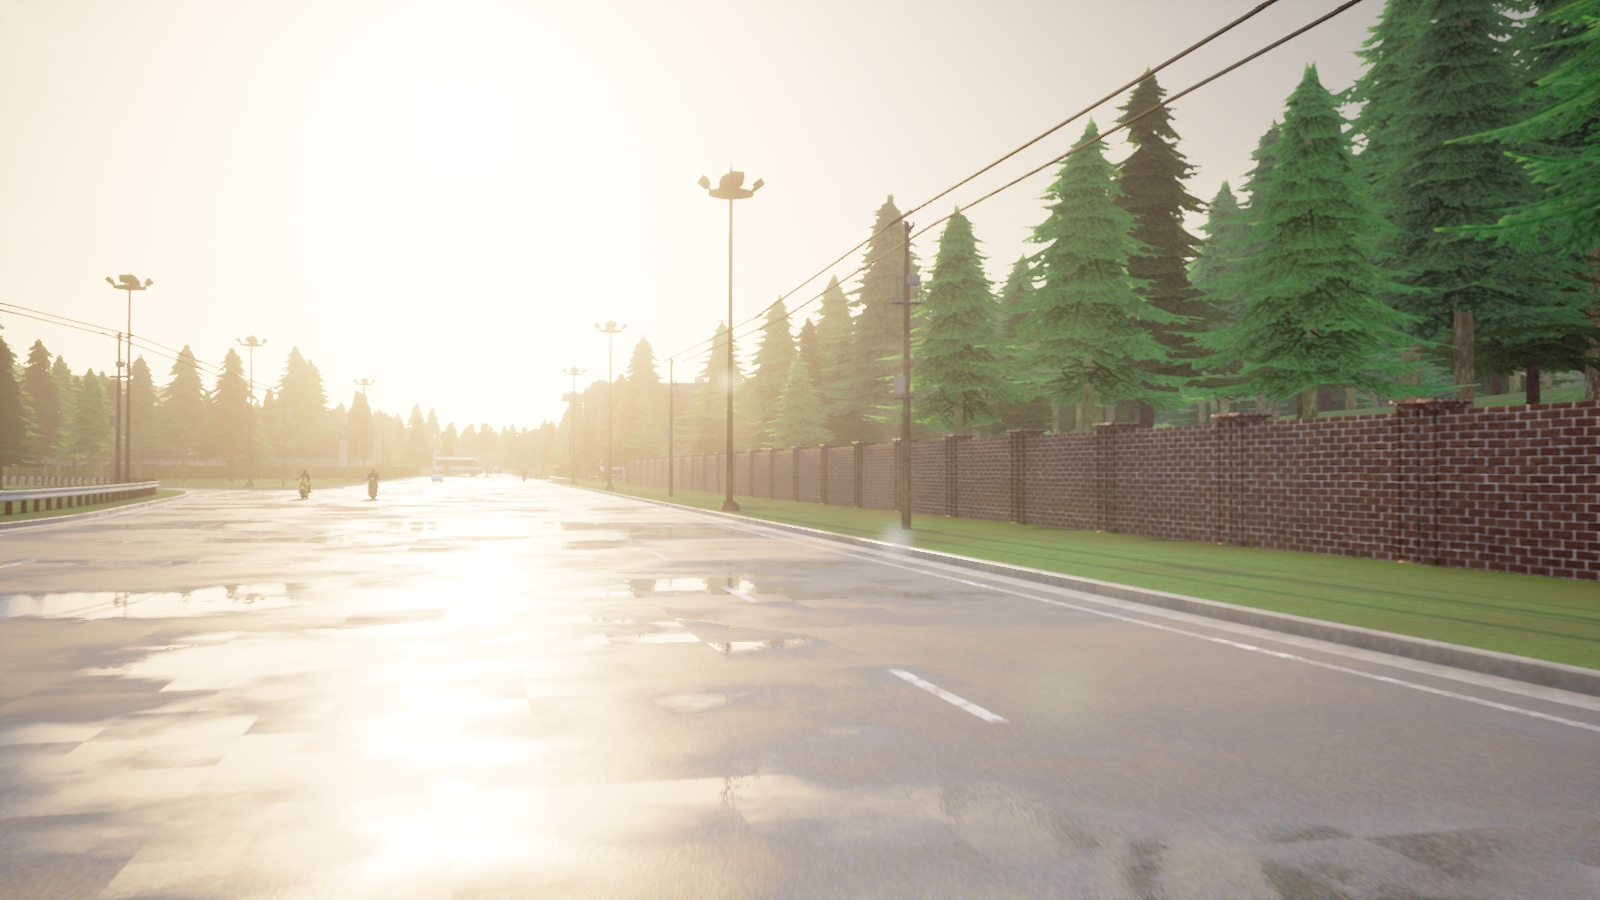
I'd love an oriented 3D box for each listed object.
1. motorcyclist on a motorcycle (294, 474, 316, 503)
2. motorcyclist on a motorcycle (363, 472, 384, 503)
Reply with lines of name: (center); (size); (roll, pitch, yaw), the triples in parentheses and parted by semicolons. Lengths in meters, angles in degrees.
motorcyclist on a motorcycle: (-25.807, 1.998, 65.498); (0.797, 1.523, 2.044); (0, -1, -14)
motorcyclist on a motorcycle: (-22.108, 1.948, 65.131); (0.866, 1.590, 1.817); (0, -1, -14)
